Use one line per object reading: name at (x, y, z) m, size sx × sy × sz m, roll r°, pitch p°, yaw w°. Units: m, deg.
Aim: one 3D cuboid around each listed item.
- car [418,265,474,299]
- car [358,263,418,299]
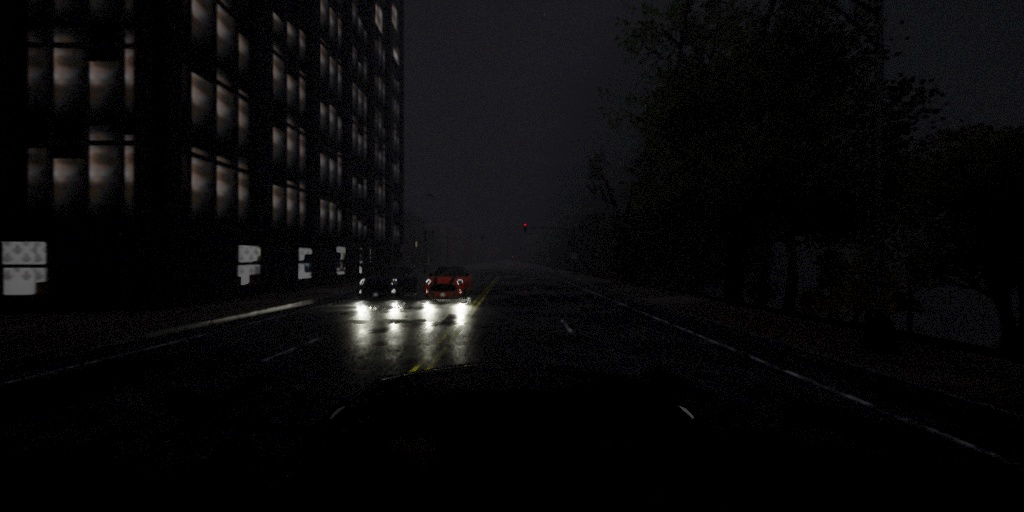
car at (-3.336, 1.293, 19.520) m, size 2.097 × 1.767 × 4.553 m, roll 0°, pitch -1°, yaw 0°
car at (-6.586, 1.294, 19.553) m, size 2.097 × 1.767 × 4.553 m, roll 0°, pitch -1°, yaw 0°
